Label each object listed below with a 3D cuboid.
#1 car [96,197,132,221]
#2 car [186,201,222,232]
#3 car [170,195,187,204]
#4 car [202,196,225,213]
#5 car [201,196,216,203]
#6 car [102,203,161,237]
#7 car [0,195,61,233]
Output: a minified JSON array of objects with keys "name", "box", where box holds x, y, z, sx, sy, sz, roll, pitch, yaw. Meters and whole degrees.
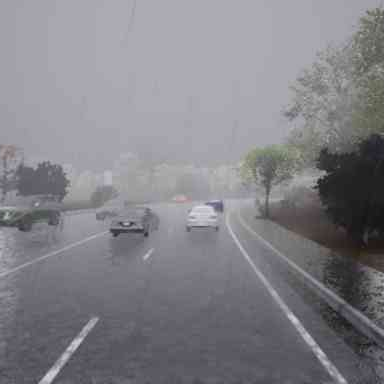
[{"name":"car","box":[-5.983,1.345,26.525,2.097,1.767,4.553,0,0,6]},{"name":"car","box":[0.710,1.525,20.259,1.812,1.442,4.674,0,0,4]},{"name":"car","box":[-2.486,1.337,61.438,2.097,1.767,4.553,0,0,18]},{"name":"car","box":[2.708,1.480,37.905,1.882,1.535,5.008,0,0,9]},{"name":"car","box":[3.404,1.552,67.682,1.994,1.385,4.181,0,0,21]},{"name":"car","box":[-2.943,1.544,18.133,2.033,1.411,5.357,0,0,3]},{"name":"car","box":[-10.010,1.213,20.170,2.150,2.045,5.566,0,0,4]}]
